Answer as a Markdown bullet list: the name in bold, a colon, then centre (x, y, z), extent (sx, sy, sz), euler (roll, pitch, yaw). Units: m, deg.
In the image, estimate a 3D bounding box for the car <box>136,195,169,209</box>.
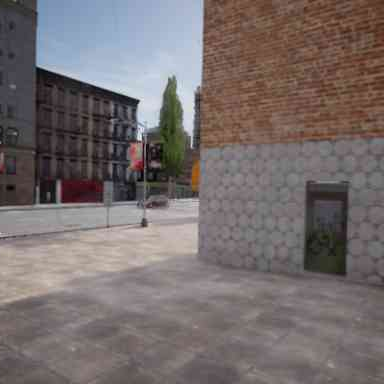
- **car**: centre (-4.891, 1.179, 41.878), extent (2.097, 1.767, 4.553), euler (2, 2, 35)
